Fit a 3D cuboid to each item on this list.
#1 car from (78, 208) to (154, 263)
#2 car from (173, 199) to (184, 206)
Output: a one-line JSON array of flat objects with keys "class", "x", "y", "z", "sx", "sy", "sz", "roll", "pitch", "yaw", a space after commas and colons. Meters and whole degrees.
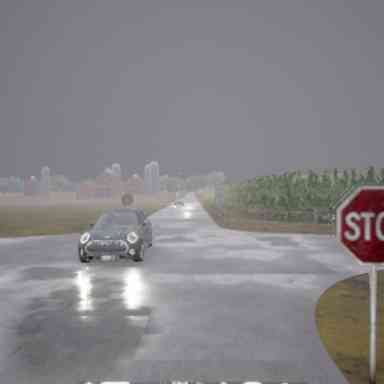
[{"class": "car", "x": -2.747, "y": 1.481, "z": 12.872, "sx": 2.097, "sy": 1.767, "sz": 4.553, "roll": -1, "pitch": 1, "yaw": 0}, {"class": "car", "x": -2.692, "y": 2.092, "z": 67.974, "sx": 1.812, "sy": 1.442, "sz": 4.674, "roll": 0, "pitch": 0, "yaw": 0}]
